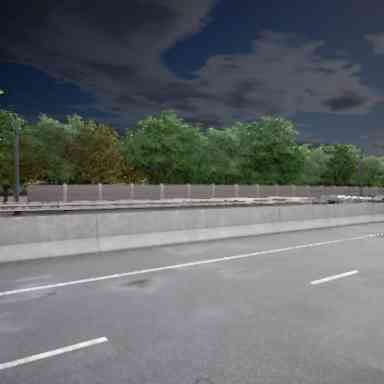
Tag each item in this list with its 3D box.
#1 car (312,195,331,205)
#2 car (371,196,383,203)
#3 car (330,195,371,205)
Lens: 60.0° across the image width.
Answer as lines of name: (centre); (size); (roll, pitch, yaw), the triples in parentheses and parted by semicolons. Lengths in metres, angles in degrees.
car: (19.372, 1.235, 47.850); (4.553, 1.767, 2.097); (0, 0, -35)
car: (32.156, 1.370, 56.892); (4.674, 1.442, 1.812); (0, 0, -35)
car: (21.609, 1.431, 45.150); (5.357, 1.411, 2.033); (0, 0, -35)
